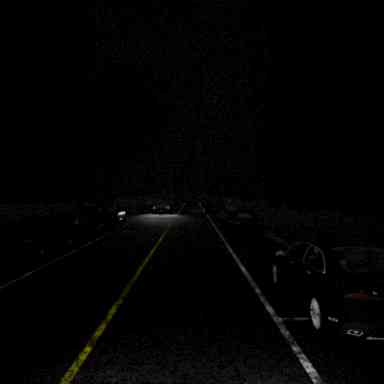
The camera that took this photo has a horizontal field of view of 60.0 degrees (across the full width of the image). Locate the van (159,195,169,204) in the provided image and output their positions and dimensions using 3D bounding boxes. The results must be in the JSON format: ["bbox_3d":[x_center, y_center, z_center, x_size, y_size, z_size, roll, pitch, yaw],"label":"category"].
[{"bbox_3d":[-5.765,1.434,68.969,1.690,1.788,3.998,0,0,0],"label":"van"}]

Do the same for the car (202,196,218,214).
[{"bbox_3d":[2.360,1.519,35.968,1.882,1.535,5.008,0,0,0],"label":"car"}]

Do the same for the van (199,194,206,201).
[{"bbox_3d":[2.760,1.465,86.011,1.690,1.788,3.998,0,0,0],"label":"van"}]

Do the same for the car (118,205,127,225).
[{"bbox_3d":[-5.764,1.576,23.549,2.008,1.369,4.403,0,0,0],"label":"car"}]

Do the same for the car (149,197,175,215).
[{"bbox_3d":[-3.096,1.566,35.306,1.812,1.442,4.674,0,0,0],"label":"car"}]

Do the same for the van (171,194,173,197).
[{"bbox_3d":[-5.765,1.444,74.647,1.690,1.788,3.998,0,0,0],"label":"van"}]

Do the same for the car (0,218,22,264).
[{"bbox_3d":[-5.764,1.321,6.518,2.192,1.841,5.009,0,0,0],"label":"car"}]

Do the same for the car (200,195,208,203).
[{"bbox_3d":[2.761,1.617,51.945,2.008,1.369,4.403,0,0,0],"label":"car"}]

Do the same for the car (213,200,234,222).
[{"bbox_3d":[2.761,1.551,23.727,1.752,1.417,4.829,0,0,0],"label":"car"}]

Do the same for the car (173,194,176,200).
[{"bbox_3d":[-5.765,1.706,86.001,1.802,1.307,4.206,0,0,0],"label":"car"}]

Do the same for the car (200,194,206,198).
[{"bbox_3d":[2.760,1.515,57.622,1.967,1.590,4.097,0,0,0],"label":"car"}]

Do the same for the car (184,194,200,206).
[{"bbox_3d":[0.004,1.578,56.323,1.837,1.490,4.892,0,0,0],"label":"car"}]

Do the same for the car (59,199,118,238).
[{"bbox_3d":[-5.764,1.333,17.872,2.192,1.841,5.009,0,0,0],"label":"car"}]

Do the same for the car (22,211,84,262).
[{"bbox_3d":[-5.764,1.578,12.195,1.947,1.339,4.313,0,0,0],"label":"car"}]

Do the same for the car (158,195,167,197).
[{"bbox_3d":[-5.764,1.657,57.614,1.802,1.307,4.206,0,0,0],"label":"car"}]

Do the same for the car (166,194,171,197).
[{"bbox_3d":[-5.765,1.399,63.292,2.192,1.841,5.009,0,0,0],"label":"car"}]

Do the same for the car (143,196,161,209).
[{"bbox_3d":[-5.764,1.582,46.089,1.752,1.417,4.829,0,0,0],"label":"car"}]

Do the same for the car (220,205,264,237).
[{"bbox_3d":[2.761,1.601,17.879,1.802,1.307,4.206,0,0,0],"label":"car"}]

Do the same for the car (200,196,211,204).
[{"bbox_3d":[2.761,1.644,68.978,2.008,1.369,4.403,0,0,0],"label":"car"}]

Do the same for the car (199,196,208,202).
[{"bbox_3d":[2.760,1.658,80.333,1.887,1.381,4.507,0,0,0],"label":"car"}]

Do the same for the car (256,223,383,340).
[{"bbox_3d":[2.761,1.558,6.524,2.008,1.369,4.403,0,0,0],"label":"car"}]
